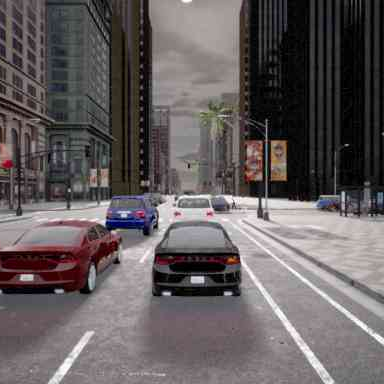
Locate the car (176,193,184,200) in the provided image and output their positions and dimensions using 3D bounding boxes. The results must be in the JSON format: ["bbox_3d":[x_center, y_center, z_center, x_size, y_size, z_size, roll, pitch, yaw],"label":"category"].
[{"bbox_3d":[-3.326,1.193,92.067,2.097,1.767,4.553,0,0,0],"label":"car"}]

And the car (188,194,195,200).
[{"bbox_3d":[-0.076,1.395,92.516,2.033,1.411,5.357,0,0,0],"label":"car"}]

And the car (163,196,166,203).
[{"bbox_3d":[-6.620,1.223,60.908,2.150,2.045,5.566,0,0,1],"label":"car"}]

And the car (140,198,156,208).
[{"bbox_3d":[-6.620,1.602,50.620,1.895,1.301,4.718,0,0,-1],"label":"car"}]

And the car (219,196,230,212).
[{"bbox_3d":[1.709,1.350,35.508,4.553,1.767,2.097,0,0,-16],"label":"car"}]

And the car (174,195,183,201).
[{"bbox_3d":[-3.318,1.496,81.677,1.837,1.490,4.892,0,0,0],"label":"car"}]

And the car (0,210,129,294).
[{"bbox_3d":[-3.157,1.477,8.800,1.882,1.535,5.008,0,0,0],"label":"car"}]

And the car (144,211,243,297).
[{"bbox_3d":[0.092,1.477,8.648,1.882,1.535,5.008,0,0,0],"label":"car"}]

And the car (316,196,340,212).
[{"bbox_3d":[16.979,1.458,37.178,5.008,1.535,1.882,0,0,0],"label":"car"}]

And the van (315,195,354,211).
[{"bbox_3d":[17.033,1.314,39.840,3.998,1.788,1.690,0,0,0],"label":"van"}]

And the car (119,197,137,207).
[{"bbox_3d":[-9.926,1.493,51.869,2.128,1.511,4.902,0,0,-3],"label":"car"}]

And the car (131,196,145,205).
[{"bbox_3d":[-9.863,1.528,61.511,1.812,1.442,4.674,0,0,0],"label":"car"}]

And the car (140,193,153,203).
[{"bbox_3d":[-9.810,1.229,71.911,2.150,2.045,5.566,0,0,0],"label":"car"}]

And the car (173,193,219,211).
[{"bbox_3d":[0.086,1.221,18.607,2.150,2.045,5.566,0,0,0],"label":"car"}]

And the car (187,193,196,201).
[{"bbox_3d":[-0.068,1.222,82.127,2.150,2.045,5.566,0,0,0],"label":"car"}]

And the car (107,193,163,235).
[{"bbox_3d":[-3.194,1.221,18.664,2.150,2.045,5.566,0,0,2],"label":"car"}]

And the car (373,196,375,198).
[{"bbox_3d":[22.710,1.284,39.846,5.009,1.841,2.192,0,0,0],"label":"car"}]

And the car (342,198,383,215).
[{"bbox_3d":[17.044,1.548,31.316,4.403,1.369,2.008,0,0,0],"label":"car"}]
